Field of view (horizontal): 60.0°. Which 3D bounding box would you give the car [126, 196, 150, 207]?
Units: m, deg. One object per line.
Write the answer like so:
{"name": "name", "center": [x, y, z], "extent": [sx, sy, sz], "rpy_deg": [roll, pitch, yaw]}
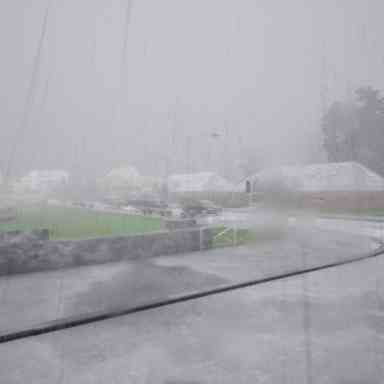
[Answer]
{"name": "car", "center": [-8.609, 1.457, 52.691], "extent": [1.882, 1.535, 5.008], "rpy_deg": [0, 0, -35]}

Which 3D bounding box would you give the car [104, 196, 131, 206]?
{"name": "car", "center": [-10.884, 1.547, 48.804], "extent": [1.994, 1.385, 4.181], "rpy_deg": [0, 0, -35]}

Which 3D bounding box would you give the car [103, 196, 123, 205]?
{"name": "car", "center": [-14.539, 1.457, 60.921], "extent": [1.882, 1.535, 5.008], "rpy_deg": [0, 0, -36]}

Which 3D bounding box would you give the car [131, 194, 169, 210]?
{"name": "car", "center": [-4.971, 1.206, 40.463], "extent": [2.150, 2.045, 5.566], "rpy_deg": [0, 0, -35]}

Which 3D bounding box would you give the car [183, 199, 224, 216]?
{"name": "car", "center": [1.027, 1.488, 32.051], "extent": [1.837, 1.490, 4.892], "rpy_deg": [0, 0, -36]}
